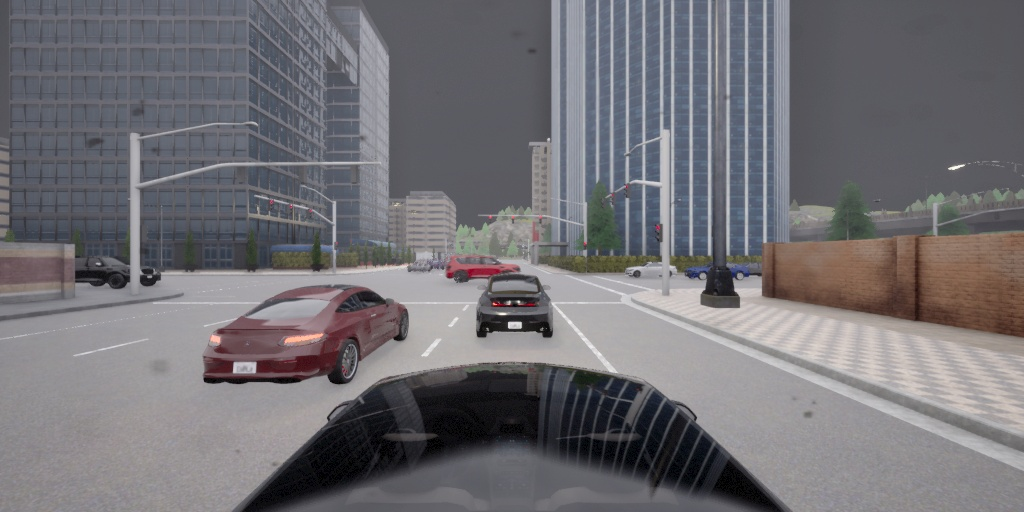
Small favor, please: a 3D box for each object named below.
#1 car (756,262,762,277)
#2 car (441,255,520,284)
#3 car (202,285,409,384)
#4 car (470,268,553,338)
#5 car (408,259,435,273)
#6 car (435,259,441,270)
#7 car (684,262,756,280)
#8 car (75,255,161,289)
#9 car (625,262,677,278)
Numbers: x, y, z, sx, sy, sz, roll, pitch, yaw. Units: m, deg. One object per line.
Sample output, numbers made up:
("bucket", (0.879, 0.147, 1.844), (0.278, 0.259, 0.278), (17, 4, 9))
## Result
("car", (22.613, 1.297, 33.786), (5.357, 1.411, 2.033), (0, 0, -1))
("car", (-2.081, 0.971, 26.361), (5.566, 2.045, 2.150), (0, 0, -1))
("car", (-3.438, 1.276, 6.926), (1.812, 1.442, 4.674), (0, 0, 0))
("car", (0.064, 1.255, 10.192), (1.837, 1.490, 4.892), (0, 0, 0))
("car", (-11.396, 1.351, 44.402), (1.895, 1.301, 4.718), (0, 0, 1))
("car", (-11.474, 1.227, 53.794), (1.882, 1.535, 5.008), (0, 0, -1))
("car", (17.209, 1.228, 30.237), (5.008, 1.535, 1.882), (0, 0, -1))
("car", (-25.666, 0.972, 22.641), (5.566, 2.045, 2.150), (0, 0, -1))
("car", (13.026, 1.276, 33.681), (4.674, 1.442, 1.812), (0, 0, 1))
